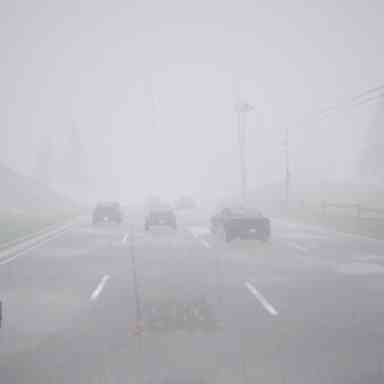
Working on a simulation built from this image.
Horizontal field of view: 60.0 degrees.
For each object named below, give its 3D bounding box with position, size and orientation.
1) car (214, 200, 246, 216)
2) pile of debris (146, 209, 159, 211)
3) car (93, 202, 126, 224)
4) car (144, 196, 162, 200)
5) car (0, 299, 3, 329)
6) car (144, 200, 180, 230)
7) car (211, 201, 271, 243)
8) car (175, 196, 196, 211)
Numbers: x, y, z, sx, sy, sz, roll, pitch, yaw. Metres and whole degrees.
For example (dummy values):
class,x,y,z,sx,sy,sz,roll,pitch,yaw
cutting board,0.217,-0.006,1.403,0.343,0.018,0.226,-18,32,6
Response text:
class,x,y,z,sx,sy,sz,roll,pitch,yaw
car,3.559,1.501,31.812,1.895,1.301,4.718,0,0,-8
pile of debris,-4.619,2.097,39.170,1.500,0.140,1.860,0,0,-8
car,-5.993,1.472,24.177,1.837,1.490,4.892,0,0,-8
car,-4.857,1.268,41.610,2.097,1.767,4.553,0,0,-8
car,-3.548,1.488,2.740,1.882,1.535,5.008,0,0,-3
car,-2.016,1.481,20.869,1.812,1.442,4.674,0,0,-8
car,2.163,1.425,16.038,1.882,1.535,5.008,0,0,-7
car,-0.847,1.257,38.139,2.097,1.767,4.553,0,0,-8
